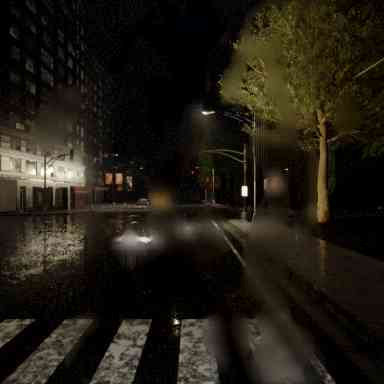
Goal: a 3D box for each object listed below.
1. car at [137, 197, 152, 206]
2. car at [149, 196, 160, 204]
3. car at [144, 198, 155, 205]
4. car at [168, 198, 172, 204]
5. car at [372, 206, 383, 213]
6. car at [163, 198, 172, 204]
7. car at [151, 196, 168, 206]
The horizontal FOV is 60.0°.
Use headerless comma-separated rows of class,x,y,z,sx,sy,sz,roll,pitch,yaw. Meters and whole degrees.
car,-9.601,2.008,65.649,1.994,1.385,4.181,0,-1,0
car,-9.553,1.960,85.923,2.150,2.045,5.566,0,-1,0
car,-9.578,2.132,75.517,1.994,1.385,4.181,0,-1,0
car,-6.327,2.126,75.976,2.033,1.411,5.357,0,-1,0
car,41.779,3.913,74.422,4.892,1.490,1.837,4,-3,-45
car,-6.303,2.264,86.178,1.812,1.442,4.674,0,-1,0
car,-6.350,1.926,65.976,1.882,1.535,5.008,0,-1,0
